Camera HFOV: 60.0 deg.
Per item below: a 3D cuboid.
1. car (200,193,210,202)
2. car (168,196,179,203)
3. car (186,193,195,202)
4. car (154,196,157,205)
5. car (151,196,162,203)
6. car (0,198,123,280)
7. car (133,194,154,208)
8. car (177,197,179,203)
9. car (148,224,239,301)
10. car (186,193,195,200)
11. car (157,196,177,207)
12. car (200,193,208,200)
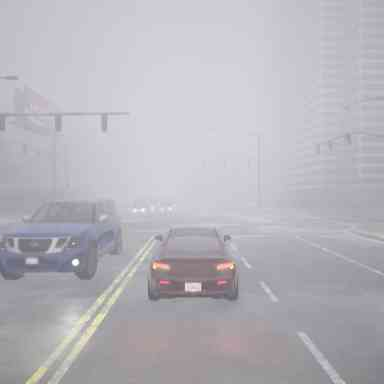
[{"bbox_3d":[3.154,1.492,78.021,2.128,1.511,4.902,0,0,0],"label":"car"},{"bbox_3d":[-3.809,1.531,69.846,1.994,1.385,4.181,0,0,0],"label":"car"},{"bbox_3d":[-0.347,1.560,78.388,1.895,1.301,4.718,0,0,0],"label":"car"},{"bbox_3d":[-7.338,1.583,57.721,1.895,1.301,4.718,0,0,0],"label":"car"},{"bbox_3d":[-7.304,1.579,68.897,1.895,1.301,4.718,0,0,0],"label":"car"},{"bbox_3d":[-3.639,1.220,10.302,2.150,2.045,5.566,0,0,0],"label":"car"},{"bbox_3d":[-7.310,1.477,48.450,2.128,1.511,4.902,0,0,0],"label":"car"},{"bbox_3d":[-3.839,1.508,59.836,1.812,1.442,4.674,0,0,0],"label":"car"},{"bbox_3d":[0.028,1.523,8.212,1.812,1.442,4.674,0,0,0],"label":"car"},{"bbox_3d":[-0.392,1.158,88.293,2.097,1.767,4.553,0,0,0],"label":"car"},{"bbox_3d":[-3.819,1.548,51.059,1.994,1.385,4.181,0,0,0],"label":"car"},{"bbox_3d":[3.108,1.158,88.309,2.097,1.767,4.553,0,0,0],"label":"car"}]
